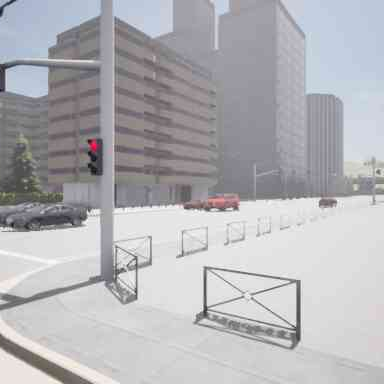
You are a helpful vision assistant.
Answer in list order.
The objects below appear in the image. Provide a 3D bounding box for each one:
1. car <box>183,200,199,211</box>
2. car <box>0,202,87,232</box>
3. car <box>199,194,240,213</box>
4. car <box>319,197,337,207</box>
[{"bbox_3d":[0.891,1.600,40.672,1.895,1.301,4.718,0,0,35],"label":"car"},{"bbox_3d":[-8.789,1.491,20.464,2.128,1.511,4.902,0,0,35],"label":"car"},{"bbox_3d":[3.516,1.221,38.315,2.150,2.045,5.566,0,0,35],"label":"car"},{"bbox_3d":[20.784,1.477,50.716,1.882,1.535,5.008,0,0,35],"label":"car"}]
